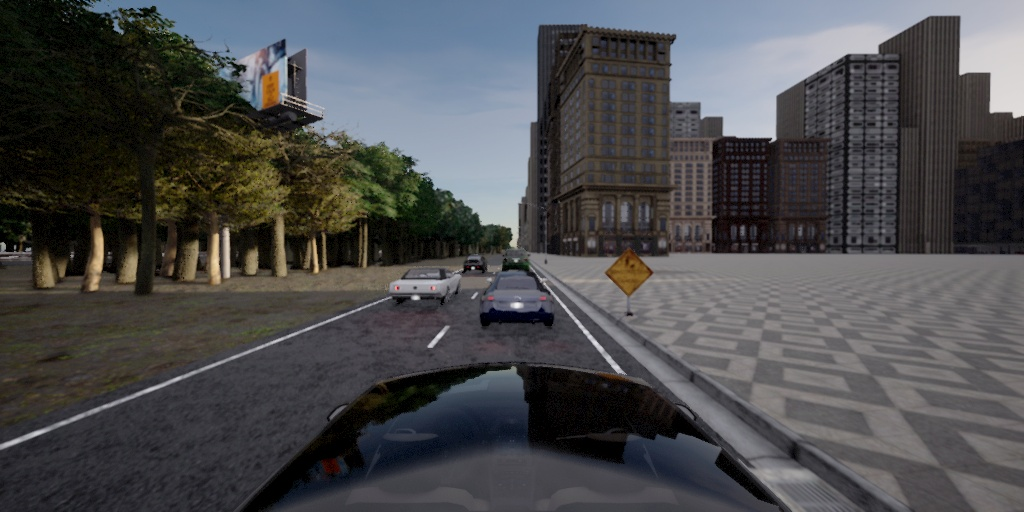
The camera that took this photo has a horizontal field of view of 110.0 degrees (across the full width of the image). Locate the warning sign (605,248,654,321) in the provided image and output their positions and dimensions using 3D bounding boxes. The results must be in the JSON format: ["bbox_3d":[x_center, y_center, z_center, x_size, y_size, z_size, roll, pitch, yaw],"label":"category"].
[{"bbox_3d":[3.118,0.716,9.593,1.300,1.860,1.060,0,0,1],"label":"warning sign"}]

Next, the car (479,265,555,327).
[{"bbox_3d":[0.145,1.141,10.807,1.994,1.385,4.181,0,1,1],"label":"car"}]

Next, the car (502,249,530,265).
[{"bbox_3d":[0.342,0.424,30.367,2.150,2.045,5.566,0,1,1],"label":"car"}]

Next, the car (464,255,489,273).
[{"bbox_3d":[-3.143,0.684,31.603,1.837,1.490,4.892,0,1,1],"label":"car"}]

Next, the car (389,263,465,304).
[{"bbox_3d":[-3.303,1.104,14.639,1.895,1.301,4.718,0,1,1],"label":"car"}]
